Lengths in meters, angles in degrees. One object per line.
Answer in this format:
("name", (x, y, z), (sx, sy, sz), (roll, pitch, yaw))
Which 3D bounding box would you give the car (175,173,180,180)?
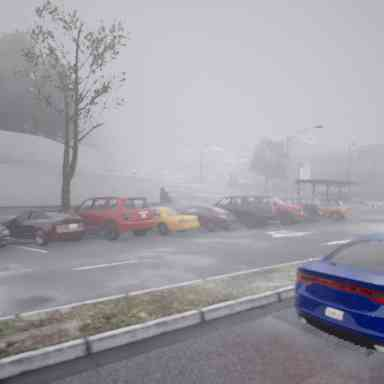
("car", (-2.501, -4.352, 95.135), (2.435, 2.045, 5.566), (1, -1, 34))

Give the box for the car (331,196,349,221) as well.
("car", (10.356, 1.407, 27.375), (4.553, 1.767, 2.185), (-1, -1, 35))

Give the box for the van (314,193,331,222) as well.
("van", (7.946, 1.300, 25.626), (4.442, 1.987, 1.878), (-1, -1, 35))

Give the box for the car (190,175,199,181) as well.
("car", (2.790, -3.689, 87.848), (2.435, 2.045, 5.566), (7, 3, 34))

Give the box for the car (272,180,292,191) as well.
("car", (18.369, -0.983, 65.721), (2.231, 1.521, 4.892), (7, 3, 35))

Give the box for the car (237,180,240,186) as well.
("car", (11.481, -2.034, 75.611), (2.002, 1.452, 4.674), (7, 4, 35))

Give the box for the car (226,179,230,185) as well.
("car", (9.740, -2.307, 78.074), (2.002, 1.452, 4.674), (7, 3, 35))

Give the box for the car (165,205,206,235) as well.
("car", (-2.144, 1.504, 18.872), (5.366, 1.575, 1.946), (-1, -1, 35))

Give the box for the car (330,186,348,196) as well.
("car", (25.264, 0.146, 55.859), (2.002, 1.452, 4.674), (7, 3, 35))

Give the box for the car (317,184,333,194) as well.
("car", (23.575, -0.417, 58.332), (2.435, 2.045, 5.566), (7, 3, 35))

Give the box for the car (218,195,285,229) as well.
("car", (2.892, 1.265, 22.254), (5.566, 2.045, 2.435), (-1, -1, 35))

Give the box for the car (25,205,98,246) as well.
("car", (-6.911, 1.524, 15.303), (4.792, 1.488, 2.163), (-1, -1, 35))

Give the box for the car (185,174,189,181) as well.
("car", (0.997, -3.841, 90.315), (2.185, 1.767, 4.553), (6, 3, 34))

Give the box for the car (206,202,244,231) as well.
("car", (0.463, 1.550, 20.498), (4.674, 1.452, 2.002), (-1, -1, 35))

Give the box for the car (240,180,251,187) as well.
("car", (13.311, -1.802, 73.289), (1.946, 1.575, 5.366), (7, 3, 35))

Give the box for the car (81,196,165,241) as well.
("car", (-4.465, 1.249, 17.046), (5.566, 2.045, 2.435), (-1, -1, 35))

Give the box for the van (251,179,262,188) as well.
("van", (14.883, -1.754, 70.557), (1.878, 1.987, 4.442), (7, 4, 35))

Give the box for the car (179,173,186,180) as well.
("car", (-0.731, -4.075, 92.786), (2.185, 1.767, 4.553), (4, 1, 34))

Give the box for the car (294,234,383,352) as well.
("car", (3.941, 1.486, 5.934), (5.008, 1.535, 1.882), (0, 0, -35))

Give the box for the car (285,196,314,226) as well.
("car", (5.406, 1.270, 23.958), (5.566, 2.045, 2.435), (-1, -1, 35))

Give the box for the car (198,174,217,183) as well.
("car", (4.639, -3.166, 85.588), (1.946, 1.575, 5.366), (7, 3, 34))

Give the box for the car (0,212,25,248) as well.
("car", (-9.332, 1.493, 13.558), (4.892, 1.521, 2.231), (-1, -1, 35))

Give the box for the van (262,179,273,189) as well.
("van", (16.611, -1.481, 68.085), (1.878, 1.987, 4.442), (7, 4, 35))
